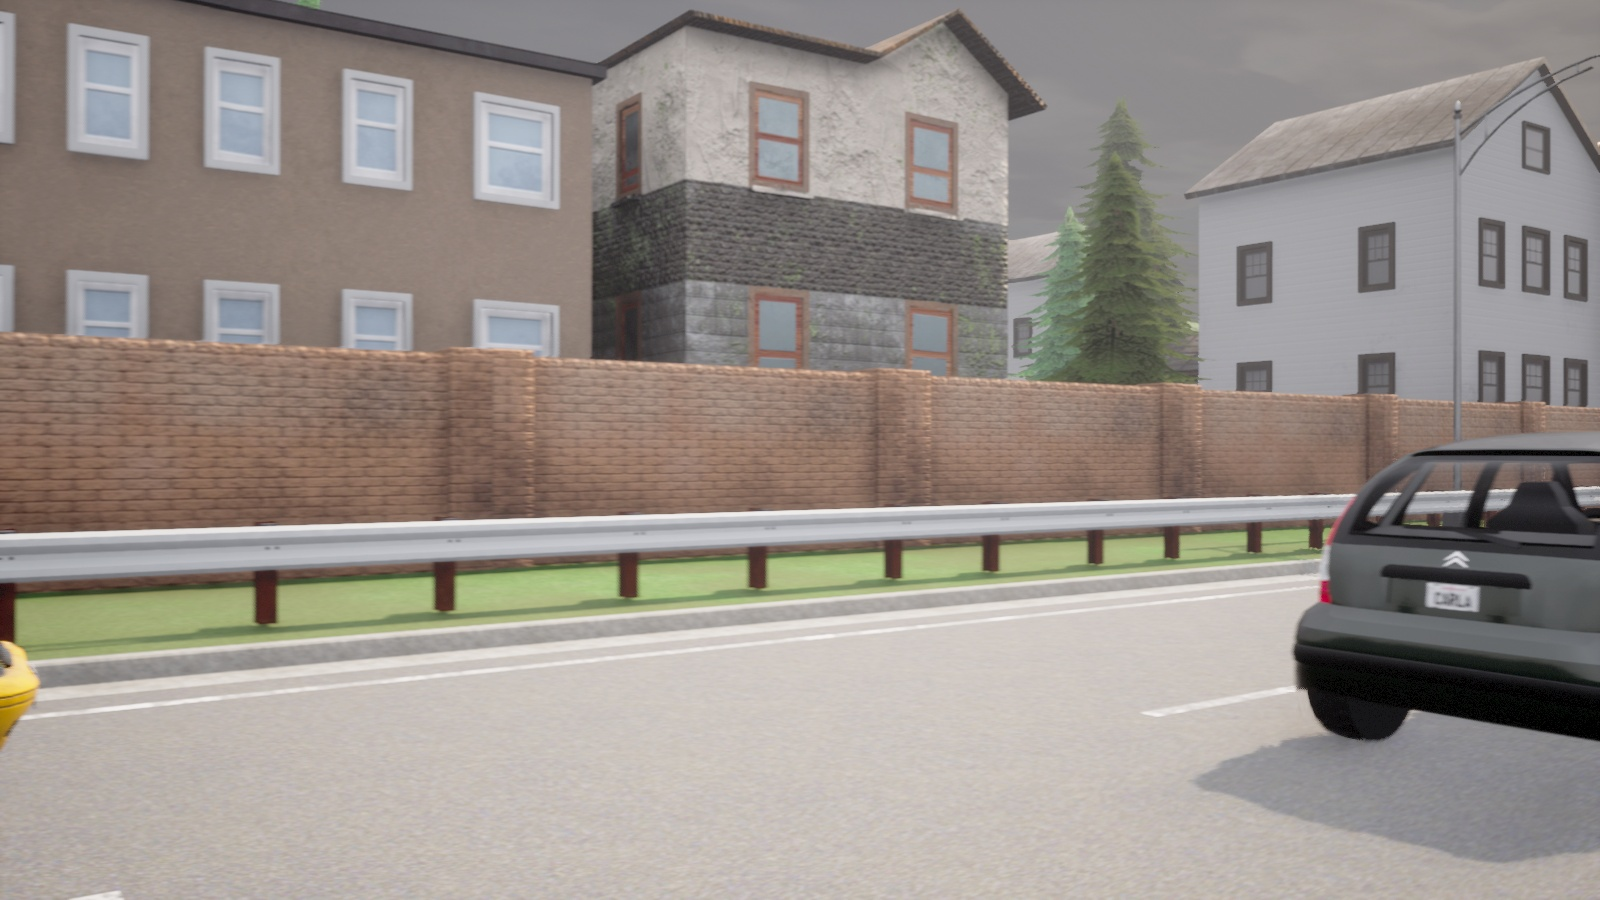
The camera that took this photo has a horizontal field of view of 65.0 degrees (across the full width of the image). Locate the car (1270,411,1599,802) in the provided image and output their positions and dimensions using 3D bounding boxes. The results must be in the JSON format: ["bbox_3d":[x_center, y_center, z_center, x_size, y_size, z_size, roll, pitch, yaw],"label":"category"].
[{"bbox_3d":[4.588,0.650,6.852,3.988,1.617,1.851,0,0,-35],"label":"car"}]

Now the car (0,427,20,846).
[{"bbox_3d":[-5.677,0.705,3.972,5.366,1.575,1.801,0,0,-35],"label":"car"}]
